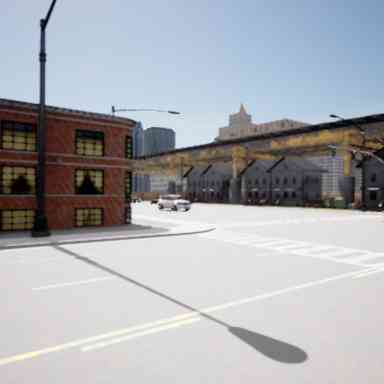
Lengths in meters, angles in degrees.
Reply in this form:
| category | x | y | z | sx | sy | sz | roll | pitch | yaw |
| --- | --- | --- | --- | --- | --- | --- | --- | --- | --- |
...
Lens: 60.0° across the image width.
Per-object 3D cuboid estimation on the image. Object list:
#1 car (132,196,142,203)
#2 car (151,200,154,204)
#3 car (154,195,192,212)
| category | x | y | z | sx | sy | sz | roll | pitch | yaw |
| --- | --- | --- | --- | --- | --- | --- | --- | --- | --- |
| car | -13.108 | 1.660 | 73.865 | 4.674 | 1.442 | 1.812 | 0 | 0 | 37 |
| car | -6.509 | 1.844 | 66.758 | 1.994 | 1.385 | 4.181 | 1 | 0 | -39 |
| car | -2.278 | 1.412 | 42.620 | 2.150 | 2.045 | 5.566 | 1 | 0 | -35 |
